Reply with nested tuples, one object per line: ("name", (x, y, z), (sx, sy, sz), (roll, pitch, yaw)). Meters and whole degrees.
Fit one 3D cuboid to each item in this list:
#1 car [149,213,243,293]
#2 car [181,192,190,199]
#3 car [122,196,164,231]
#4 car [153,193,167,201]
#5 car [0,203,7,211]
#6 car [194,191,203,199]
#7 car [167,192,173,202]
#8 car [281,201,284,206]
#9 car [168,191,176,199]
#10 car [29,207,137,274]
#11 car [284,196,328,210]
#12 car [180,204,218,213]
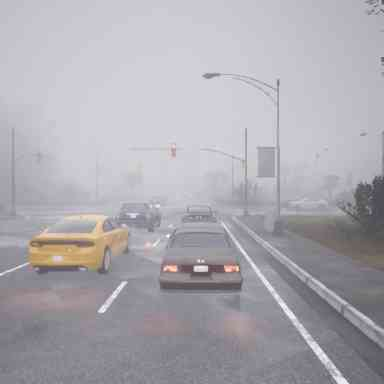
("car", (0.211, 1.537, 8.989), (2.033, 1.411, 5.357), (0, 0, 1))
("car", (-1.771, 0.946, 87.208), (1.837, 1.490, 4.892), (0, 1, 1))
("car", (-3.082, 1.305, 19.733), (2.097, 1.767, 4.553), (0, 0, 1))
("car", (-6.005, 1.286, 56.020), (2.128, 1.511, 4.902), (0, 0, 1))
("car", (-22.376, 1.410, 35.530), (4.674, 1.442, 1.812), (0, 0, -2))
("car", (1.731, 0.679, 87.171), (2.150, 2.045, 5.566), (0, 1, 1))
("car", (-5.625, 1.217, 69.862), (1.837, 1.490, 4.892), (0, 0, 1))
("car", (14.291, 1.325, 44.046), (5.008, 1.535, 1.882), (0, 0, -2))
("car", (-5.313, 0.723, 84.850), (2.150, 2.045, 5.566), (0, 1, 1))
("car", (-3.252, 1.463, 10.603), (1.882, 1.535, 5.008), (0, 0, 1))
("car", (14.143, 1.388, 40.537), (4.674, 1.442, 1.812), (0, 0, -2))
("car", (0.398, 1.462, 18.725), (1.837, 1.490, 4.892), (0, 0, 1))
